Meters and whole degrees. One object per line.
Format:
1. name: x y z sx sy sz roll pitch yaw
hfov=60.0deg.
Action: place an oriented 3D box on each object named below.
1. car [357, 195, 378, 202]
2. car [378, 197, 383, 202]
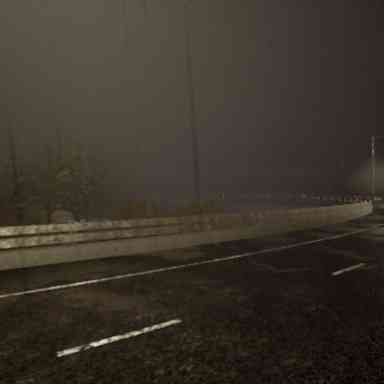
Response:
1. car: 39.283 1.751 74.555 1.994 1.385 4.181 0 0 7
2. car: 43.567 1.800 79.933 1.895 1.301 4.718 0 0 5
